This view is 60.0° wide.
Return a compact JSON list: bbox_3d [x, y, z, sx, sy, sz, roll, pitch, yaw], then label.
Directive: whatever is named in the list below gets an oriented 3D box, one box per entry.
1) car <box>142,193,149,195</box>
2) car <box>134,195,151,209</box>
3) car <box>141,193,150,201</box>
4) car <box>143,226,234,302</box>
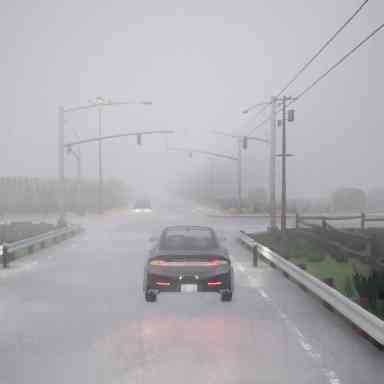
[{"bbox_3d":[-7.672,1.253,53.588,1.812,1.442,4.674,0,1,-7],"label":"car"},{"bbox_3d":[-6.403,1.470,43.465,1.994,1.385,4.181,0,1,-7],"label":"car"},{"bbox_3d":[-9.380,0.988,67.460,1.837,1.490,4.892,0,1,-7],"label":"car"},{"bbox_3d":[-0.097,1.614,8.519,2.128,1.511,4.902,0,-2,-1],"label":"car"}]
